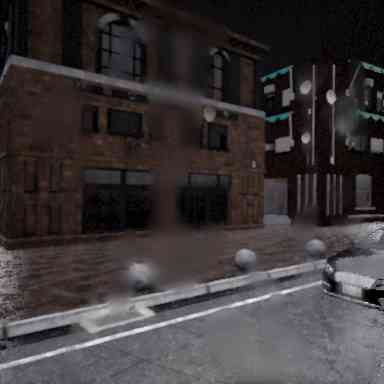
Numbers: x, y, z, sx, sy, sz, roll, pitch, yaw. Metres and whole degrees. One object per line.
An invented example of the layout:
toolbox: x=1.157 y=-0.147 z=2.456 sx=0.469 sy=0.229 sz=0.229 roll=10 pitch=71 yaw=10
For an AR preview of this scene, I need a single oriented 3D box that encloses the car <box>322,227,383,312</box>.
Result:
car: x=4.885 y=1.504 z=7.351 sx=4.902 sy=1.511 sz=2.128 roll=0 pitch=0 yaw=-34
